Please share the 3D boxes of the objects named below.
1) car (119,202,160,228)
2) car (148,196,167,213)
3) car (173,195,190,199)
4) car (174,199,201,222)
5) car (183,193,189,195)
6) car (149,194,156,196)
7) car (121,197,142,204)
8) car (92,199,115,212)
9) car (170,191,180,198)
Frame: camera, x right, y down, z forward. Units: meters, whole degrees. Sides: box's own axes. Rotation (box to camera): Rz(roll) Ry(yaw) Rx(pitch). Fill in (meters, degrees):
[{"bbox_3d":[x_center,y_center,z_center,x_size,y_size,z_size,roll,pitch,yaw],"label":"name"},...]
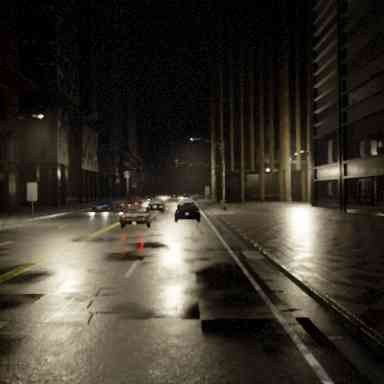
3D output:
[{"bbox_3d":[-3.512,1.596,22.364,1.895,1.301,4.718,-1,0,0],"label":"car"},{"bbox_3d":[-3.734,1.500,35.377,2.033,1.411,5.357,-1,0,-1],"label":"car"},{"bbox_3d":[-0.567,1.419,34.493,2.128,1.511,4.902,-1,0,-1],"label":"car"},{"bbox_3d":[-0.327,1.521,25.622,1.994,1.385,4.181,-1,0,0],"label":"car"},{"bbox_3d":[-1.509,1.035,88.799,2.033,1.411,5.357,-1,0,-1],"label":"car"},{"bbox_3d":[-11.359,1.284,94.657,1.895,1.301,4.718,-1,0,-1],"label":"car"},{"bbox_3d":[-7.162,1.371,39.839,2.097,1.767,4.553,-1,0,-1],"label":"car"},{"bbox_3d":[-10.407,1.525,39.445,1.812,1.442,4.674,-1,0,-1],"label":"car"},{"bbox_3d":[-4.758,1.025,88.743,1.837,1.490,4.892,-1,0,-1],"label":"car"}]
